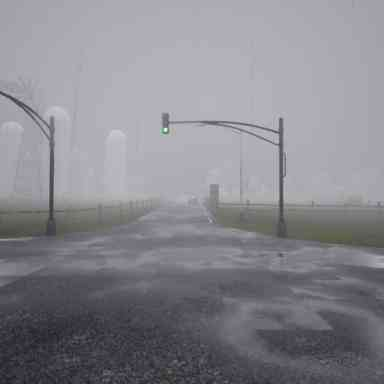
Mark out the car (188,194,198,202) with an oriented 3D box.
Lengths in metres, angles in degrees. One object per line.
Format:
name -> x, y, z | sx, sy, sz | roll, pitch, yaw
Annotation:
car -> 0.263, 1.230, 70.253 | 2.097, 1.767, 4.553 | 0, 0, 0

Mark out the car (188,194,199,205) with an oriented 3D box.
car -> 0.217, 1.523, 59.860 | 2.128, 1.511, 4.902 | 0, 0, 0
